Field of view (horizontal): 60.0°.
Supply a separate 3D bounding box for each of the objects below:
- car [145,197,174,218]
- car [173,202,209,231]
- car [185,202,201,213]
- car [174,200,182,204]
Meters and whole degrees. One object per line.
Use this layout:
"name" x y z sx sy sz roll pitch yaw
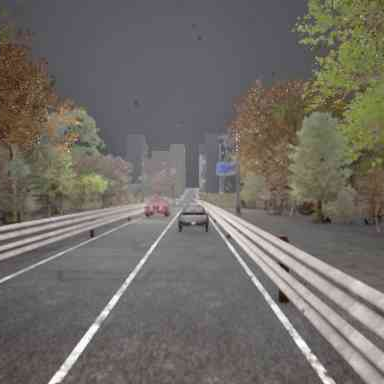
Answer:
"car" -3.342 1.493 33.543 2.150 2.045 5.566 0 -1 0
"car" 0.094 1.610 21.360 2.128 1.511 4.902 0 -1 0
"car" 0.102 1.984 42.996 1.994 1.385 4.181 0 -1 0
"car" -3.260 2.444 74.186 2.128 1.511 4.902 0 -1 0
